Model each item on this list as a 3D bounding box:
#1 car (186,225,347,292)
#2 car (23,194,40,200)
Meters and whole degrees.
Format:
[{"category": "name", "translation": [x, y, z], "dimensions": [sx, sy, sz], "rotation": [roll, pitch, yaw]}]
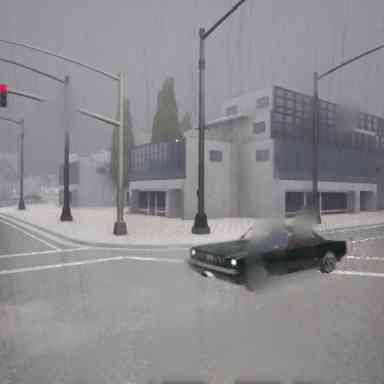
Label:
[{"category": "car", "translation": [2.175, 1.614, 9.066], "dimensions": [4.718, 1.301, 1.895], "rotation": [0, 0, -37]}, {"category": "car", "translation": [-40.840, 1.391, 83.808], "dimensions": [4.892, 1.490, 1.837], "rotation": [0, 0, 9]}]
